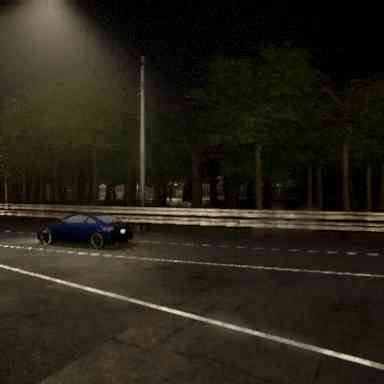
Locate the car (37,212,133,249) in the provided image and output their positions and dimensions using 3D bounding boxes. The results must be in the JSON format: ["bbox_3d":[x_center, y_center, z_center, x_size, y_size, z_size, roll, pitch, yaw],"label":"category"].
[{"bbox_3d":[-4.671,1.587,14.548,4.181,1.385,1.994,0,0,24],"label":"car"}]
